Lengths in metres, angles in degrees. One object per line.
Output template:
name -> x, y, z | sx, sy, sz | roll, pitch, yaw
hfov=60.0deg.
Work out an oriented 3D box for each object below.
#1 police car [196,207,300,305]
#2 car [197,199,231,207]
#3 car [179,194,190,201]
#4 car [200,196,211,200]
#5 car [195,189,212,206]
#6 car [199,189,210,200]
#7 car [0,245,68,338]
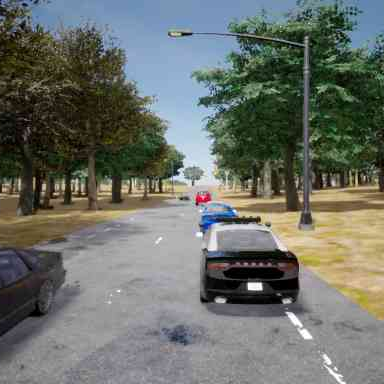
police car -> 1.129, 1.409, 8.303 | 1.930, 1.638, 5.238 | 0, 0, 1
car -> 1.408, 1.401, 18.132 | 1.882, 1.535, 5.008 | 0, 1, 2
car -> -1.321, 0.993, 59.368 | 1.895, 1.301, 4.718 | 0, 1, 3
car -> 1.673, 1.315, 24.300 | 1.801, 1.575, 5.366 | 0, 1, 3
car -> 1.624, 0.805, 46.168 | 2.150, 2.045, 5.566 | 0, 1, 3
car -> 2.500, 0.466, 67.364 | 2.150, 2.045, 5.566 | 0, 1, 3
car -> -3.553, 1.544, 4.724 | 2.033, 1.411, 5.357 | 0, 0, 1
